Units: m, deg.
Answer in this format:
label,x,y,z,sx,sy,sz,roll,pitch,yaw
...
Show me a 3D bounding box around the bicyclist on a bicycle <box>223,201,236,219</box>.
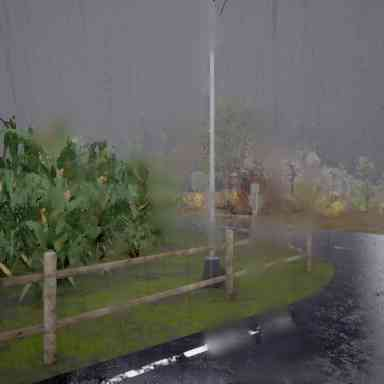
label,x,y,z,sx,sy,sz,roll,pitch,yaw
bicyclist on a bicycle,3.339,1.596,29.622,1.656,1.620,0.582,0,0,-35
